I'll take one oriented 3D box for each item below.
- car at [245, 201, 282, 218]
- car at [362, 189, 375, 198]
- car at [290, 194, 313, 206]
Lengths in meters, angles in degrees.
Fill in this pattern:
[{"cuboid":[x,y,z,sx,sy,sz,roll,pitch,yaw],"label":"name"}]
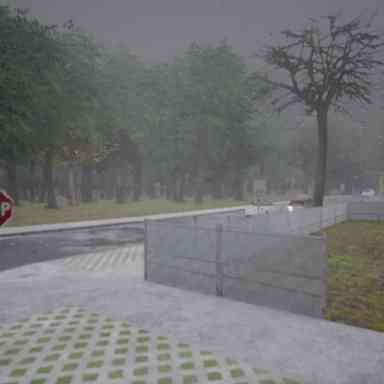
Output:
[{"cuboid":[6.233,1.474,28.805,1.812,1.442,4.674,2,2,36],"label":"car"},{"cuboid":[40.688,0.307,76.748,2.150,2.045,5.566,2,2,36],"label":"car"},{"cuboid":[15.183,1.048,45.972,1.882,1.535,5.008,2,2,36],"label":"car"}]
